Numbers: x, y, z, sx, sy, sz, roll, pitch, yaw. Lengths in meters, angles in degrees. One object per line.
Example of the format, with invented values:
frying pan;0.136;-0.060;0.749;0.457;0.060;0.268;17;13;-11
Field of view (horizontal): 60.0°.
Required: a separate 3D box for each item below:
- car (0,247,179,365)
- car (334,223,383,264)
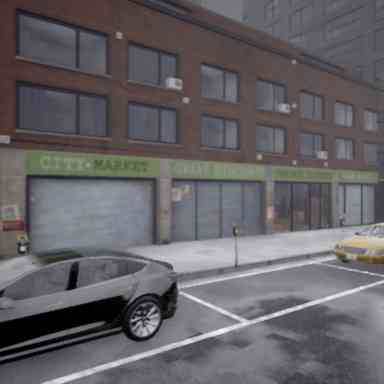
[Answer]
car;-2.208;1.576;4.969;4.313;1.339;1.947;1;-1;-36
car;6.742;1.643;11.366;4.829;1.417;1.752;1;-1;-36
